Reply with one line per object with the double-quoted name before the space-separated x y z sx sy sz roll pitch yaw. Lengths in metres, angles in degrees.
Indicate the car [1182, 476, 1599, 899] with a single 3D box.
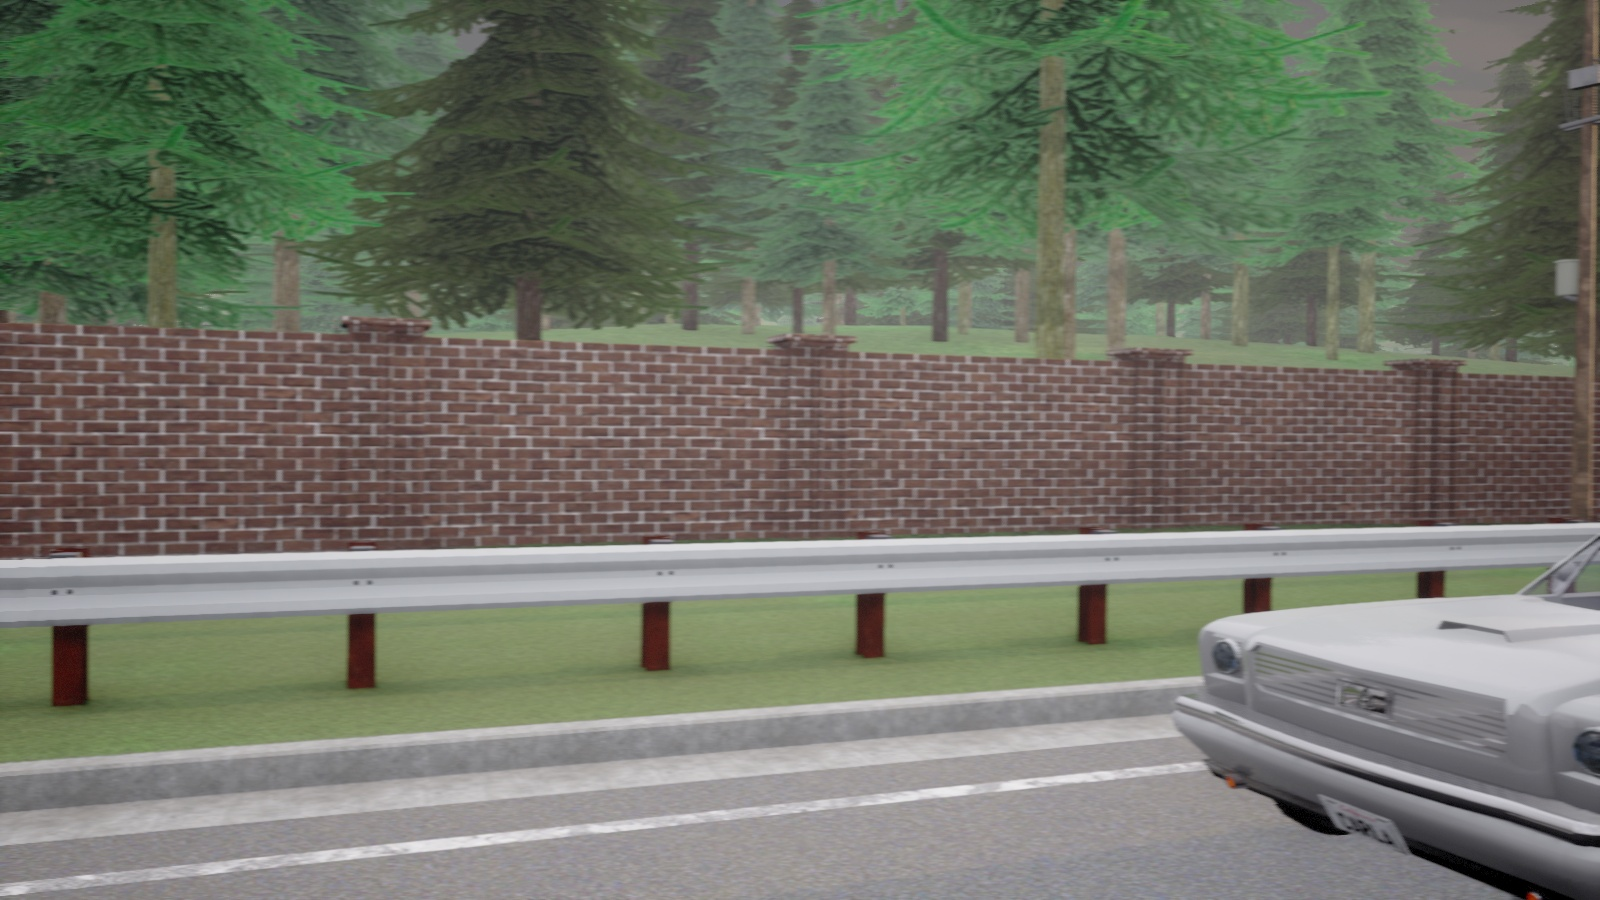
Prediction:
"car" 4.008 0.778 4.762 4.718 1.301 1.895 -1 1 -21
